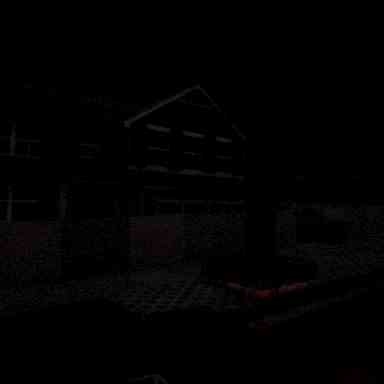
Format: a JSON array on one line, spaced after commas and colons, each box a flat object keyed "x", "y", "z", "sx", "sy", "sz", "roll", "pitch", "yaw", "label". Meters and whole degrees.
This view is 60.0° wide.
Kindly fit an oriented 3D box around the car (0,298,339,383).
[{"x": -1.196, "y": 1.601, "z": 2.098, "sx": 4.718, "sy": 1.301, "sz": 1.895, "roll": 0, "pitch": 0, "yaw": -35, "label": "car"}]
